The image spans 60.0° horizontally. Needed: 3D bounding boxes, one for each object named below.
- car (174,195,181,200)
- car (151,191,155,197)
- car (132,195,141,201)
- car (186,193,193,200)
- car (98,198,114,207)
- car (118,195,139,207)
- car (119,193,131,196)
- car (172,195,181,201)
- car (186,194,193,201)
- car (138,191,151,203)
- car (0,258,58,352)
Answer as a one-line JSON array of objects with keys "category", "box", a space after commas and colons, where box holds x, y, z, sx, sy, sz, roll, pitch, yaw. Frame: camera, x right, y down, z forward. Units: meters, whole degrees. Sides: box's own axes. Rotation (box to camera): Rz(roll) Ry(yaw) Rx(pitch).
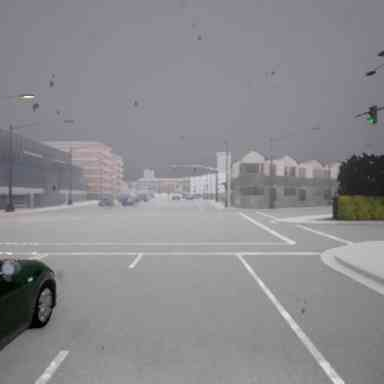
[{"category": "car", "box": [-4.182, 1.531, 94.925, 1.895, 1.301, 4.718, 0, -2, 0]}, {"category": "car", "box": [-11.139, 0.839, 88.980, 2.150, 2.045, 5.566, 0, -1, 0]}, {"category": "car", "box": [-14.632, 1.497, 87.950, 1.812, 1.442, 4.674, 0, 0, 0]}, {"category": "car", "box": [-0.681, 1.291, 94.897, 2.097, 1.767, 4.553, 0, -2, 0]}, {"category": "car", "box": [-14.461, 1.774, 56.411, 1.812, 1.442, 4.674, 0, 0, 0]}, {"category": "car", "box": [-10.961, 1.715, 57.740, 1.882, 1.535, 5.008, 0, 1, 0]}, {"category": "car", "box": [-14.518, 1.237, 72.197, 2.150, 2.045, 5.566, 0, 1, 0]}, {"category": "car", "box": [-4.106, 1.480, 84.467, 2.128, 1.511, 4.902, 0, -1, 0]}, {"category": "car", "box": [-0.609, 1.556, 84.937, 1.895, 1.301, 4.718, 0, -1, 0]}, {"category": "car", "box": [-11.026, 1.222, 73.400, 2.150, 2.045, 5.566, 0, 1, 0]}, {"category": "car", "box": [-3.457, 1.355, 4.134, 2.097, 1.767, 4.553, 0, 0, 0]}]
